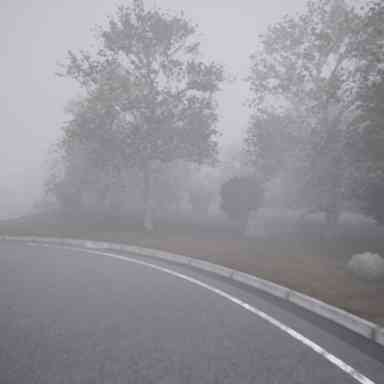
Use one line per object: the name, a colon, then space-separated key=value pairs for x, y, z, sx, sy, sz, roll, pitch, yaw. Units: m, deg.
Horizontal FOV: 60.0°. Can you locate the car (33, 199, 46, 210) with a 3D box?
car: x=-24.936 y=1.981 z=55.556 sx=2.097 sy=1.767 sz=4.553 roll=-1 pitch=0 yaw=-11
